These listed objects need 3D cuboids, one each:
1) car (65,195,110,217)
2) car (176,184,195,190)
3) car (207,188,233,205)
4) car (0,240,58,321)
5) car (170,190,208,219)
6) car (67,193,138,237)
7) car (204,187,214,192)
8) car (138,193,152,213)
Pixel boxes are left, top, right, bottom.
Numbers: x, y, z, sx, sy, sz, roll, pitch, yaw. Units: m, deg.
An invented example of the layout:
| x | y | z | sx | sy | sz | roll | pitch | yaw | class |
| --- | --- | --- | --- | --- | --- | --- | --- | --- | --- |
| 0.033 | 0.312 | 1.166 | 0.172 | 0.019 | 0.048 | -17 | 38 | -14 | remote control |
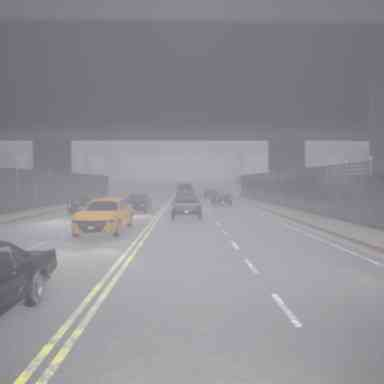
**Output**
| x | y | z | sx | sy | sz | roll | pitch | yaw | class |
| --- | --- | --- | --- | --- | --- | --- | --- | --- | --- |
| -7.533 | 0.935 | 24.462 | 1.895 | 1.301 | 4.718 | 0 | 2 | -1 | car |
| -0.838 | -0.040 | 41.531 | 2.150 | 2.045 | 5.566 | 0 | 1 | -1 | car |
| 2.864 | 0.582 | 33.375 | 1.895 | 1.301 | 4.718 | 0 | 2 | -1 | car |
| -3.678 | 1.461 | 4.697 | 1.895 | 1.301 | 4.718 | 0 | 2 | -1 | car |
| -0.362 | 0.840 | 21.412 | 2.128 | 1.511 | 4.902 | 0 | 2 | -1 | car |
| -3.915 | 1.021 | 15.171 | 1.882 | 1.535 | 5.008 | 0 | 2 | -1 | car |
| 2.568 | 0.078 | 46.010 | 1.882 | 1.535 | 5.008 | 0 | 2 | -1 | car |
| -4.140 | 0.775 | 25.652 | 2.033 | 1.411 | 5.357 | 0 | 2 | -1 | car |
